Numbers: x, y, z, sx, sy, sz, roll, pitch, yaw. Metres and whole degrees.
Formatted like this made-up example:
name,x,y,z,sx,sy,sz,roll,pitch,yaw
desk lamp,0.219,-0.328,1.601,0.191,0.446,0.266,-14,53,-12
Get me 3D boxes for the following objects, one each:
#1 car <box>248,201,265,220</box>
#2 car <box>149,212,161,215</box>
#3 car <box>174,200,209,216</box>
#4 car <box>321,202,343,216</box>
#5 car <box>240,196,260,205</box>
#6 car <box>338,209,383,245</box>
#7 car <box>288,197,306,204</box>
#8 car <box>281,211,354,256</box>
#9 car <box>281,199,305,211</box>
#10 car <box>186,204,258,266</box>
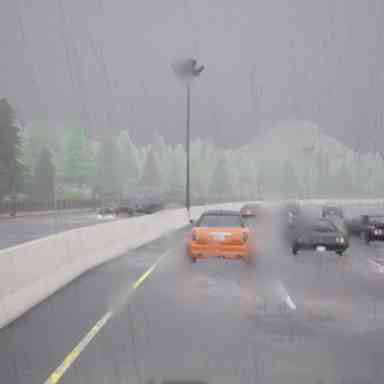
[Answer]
name,x,y,z,sx,sy,sz,roll,pitch,yaw
car,5.545,1.746,30.626,1.994,1.385,4.181,0,0,19
car,-4.542,1.367,34.286,2.150,2.045,5.566,0,0,20
car,0.031,1.673,36.448,2.128,1.511,4.902,0,0,21
car,13.885,1.764,32.970,1.812,1.442,4.674,0,0,22
car,12.385,1.761,70.590,2.097,1.767,4.553,0,0,40
car,8.764,1.728,15.990,1.895,1.301,4.718,0,0,11
car,22.457,1.847,71.228,1.895,1.301,4.718,0,0,43
car,4.814,1.695,13.730,1.895,1.301,4.718,0,0,9
car,9.366,1.709,31.017,1.837,1.490,4.892,0,0,19
car,1.105,1.419,12.146,2.097,1.767,4.553,0,0,7
